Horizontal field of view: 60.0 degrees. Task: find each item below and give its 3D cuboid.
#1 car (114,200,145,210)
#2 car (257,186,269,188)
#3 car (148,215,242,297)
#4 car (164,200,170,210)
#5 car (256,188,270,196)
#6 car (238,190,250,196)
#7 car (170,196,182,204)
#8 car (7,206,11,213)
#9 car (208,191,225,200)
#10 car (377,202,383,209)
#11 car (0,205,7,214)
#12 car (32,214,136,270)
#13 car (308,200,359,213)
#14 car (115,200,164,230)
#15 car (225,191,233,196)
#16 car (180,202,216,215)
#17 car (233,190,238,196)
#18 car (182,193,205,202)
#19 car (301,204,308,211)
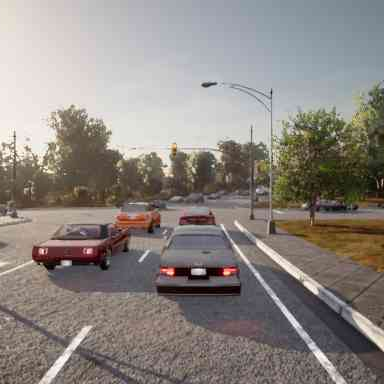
[{"bbox_3d":[-8.673,1.755,46.528,1.895,1.301,4.718,0,0,26],"label":"car"},{"bbox_3d":[20.016,-0.716,93.192,2.150,2.045,5.566,0,3,38],"label":"car"},{"bbox_3d":[0.143,1.563,8.794,2.033,1.411,5.357,0,0,0],"label":"car"},{"bbox_3d":[-4.723,1.742,43.014,1.895,1.301,4.718,0,0,10],"label":"car"},{"bbox_3d":[17.864,0.307,83.788,1.895,1.301,4.718,0,3,33],"label":"car"},{"bbox_3d":[14.324,0.304,84.714,2.128,1.511,4.902,0,3,33],"label":"car"},{"bbox_3d":[-2.935,1.543,64.324,1.812,1.442,4.674,0,1,19],"label":"car"},{"bbox_3d":[-22.426,1.763,36.387,4.902,1.511,2.128,-1,0,2],"label":"car"},{"bbox_3d":[5.047,1.079,74.814,2.033,1.411,5.357,0,2,23],"label":"car"},{"bbox_3d":[25.749,1.422,40.658,5.357,1.411,2.033,-2,0,3],"label":"car"},{"bbox_3d":[-21.556,1.724,32.840,4.902,1.511,2.128,-1,0,4],"label":"car"},{"bbox_3d":[-3.337,1.624,11.131,1.895,1.301,4.718,0,0,1],"label":"car"},{"bbox_3d":[16.122,1.665,37.741,4.718,1.301,1.895,-1,0,4],"label":"car"},{"bbox_3d":[-3.139,1.407,20.110,2.097,1.767,4.553,0,0,2],"label":"car"},{"bbox_3d":[8.064,0.359,87.894,2.033,1.411,5.357,0,3,30],"label":"car"},{"bbox_3d":[0.329,1.527,18.541,1.882,1.535,5.008,0,0,2],"label":"car"},{"bbox_3d":[12.308,0.186,88.116,1.812,1.442,4.674,0,3,30],"label":"car"},{"bbox_3d":[0.580,1.216,63.804,2.150,2.045,5.566,0,2,20],"label":"car"},{"bbox_3d":[16.052,1.682,41.251,4.718,1.301,1.895,-1,0,4],"label":"car"}]
